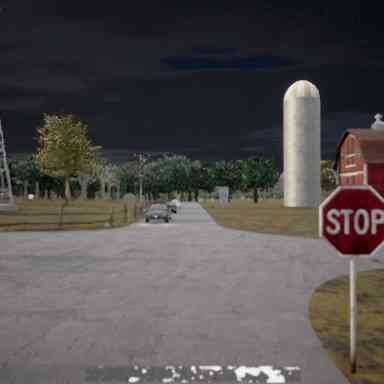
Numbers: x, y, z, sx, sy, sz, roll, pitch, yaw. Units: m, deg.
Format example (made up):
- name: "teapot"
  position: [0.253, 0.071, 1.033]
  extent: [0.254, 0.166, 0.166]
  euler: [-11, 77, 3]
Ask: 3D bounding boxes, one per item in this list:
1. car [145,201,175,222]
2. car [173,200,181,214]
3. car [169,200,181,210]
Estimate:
- name: "car"
  position: [-2.819, 1.752, 28.689]
  extent: [1.837, 1.490, 4.892]
  euler: [0, -1, 1]
- name: "car"
  position: [-2.753, 1.922, 40.359]
  extent: [2.033, 1.411, 5.357]
  euler: [0, -1, 0]
- name: "car"
  position: [-2.704, 2.080, 54.033]
  extent: [1.812, 1.442, 4.674]
  euler: [0, -1, 0]
